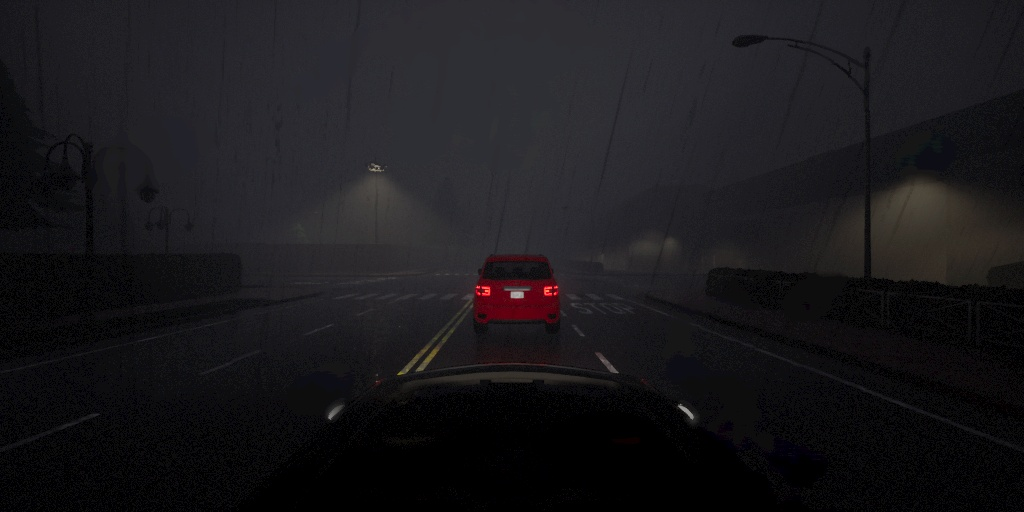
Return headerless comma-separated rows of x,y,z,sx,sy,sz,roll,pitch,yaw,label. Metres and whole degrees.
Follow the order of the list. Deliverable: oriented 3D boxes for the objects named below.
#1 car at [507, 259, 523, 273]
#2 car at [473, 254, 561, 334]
0.367,1.228,45.637,1.882,1.535,5.008,0,0,1,car
0.124,0.971,10.785,2.150,2.045,5.566,0,0,0,car
